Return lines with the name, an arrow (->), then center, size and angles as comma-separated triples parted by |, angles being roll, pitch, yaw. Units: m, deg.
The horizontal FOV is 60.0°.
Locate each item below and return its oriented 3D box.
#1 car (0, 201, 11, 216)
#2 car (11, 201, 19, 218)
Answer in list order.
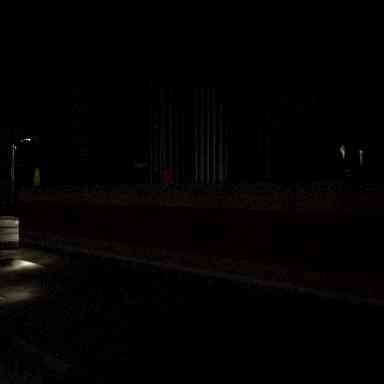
car -> -16.423, 1.547, 29.102 | 2.128, 1.511, 4.902 | 0, 0, 37
car -> -12.265, 1.603, 28.823 | 2.033, 1.411, 5.357 | 0, 0, 37
